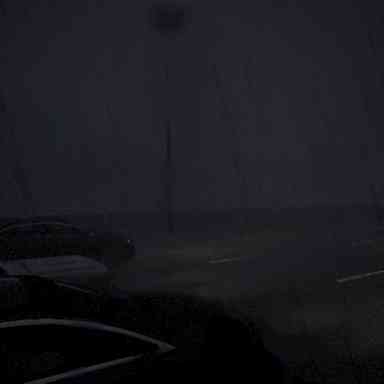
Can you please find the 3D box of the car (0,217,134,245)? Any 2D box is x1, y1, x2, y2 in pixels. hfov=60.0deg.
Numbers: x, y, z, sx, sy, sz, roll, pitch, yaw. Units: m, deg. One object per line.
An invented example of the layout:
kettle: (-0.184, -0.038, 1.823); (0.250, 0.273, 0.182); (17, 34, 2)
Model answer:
car: (-4.000, 1.467, 9.350); (4.902, 1.511, 2.128); (0, 0, -35)

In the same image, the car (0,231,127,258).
car: (-3.686, 1.586, 5.352); (4.718, 1.301, 1.895); (0, 0, -35)

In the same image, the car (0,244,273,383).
car: (-1.432, 1.483, 2.642); (4.902, 1.511, 2.128); (0, 0, -35)
